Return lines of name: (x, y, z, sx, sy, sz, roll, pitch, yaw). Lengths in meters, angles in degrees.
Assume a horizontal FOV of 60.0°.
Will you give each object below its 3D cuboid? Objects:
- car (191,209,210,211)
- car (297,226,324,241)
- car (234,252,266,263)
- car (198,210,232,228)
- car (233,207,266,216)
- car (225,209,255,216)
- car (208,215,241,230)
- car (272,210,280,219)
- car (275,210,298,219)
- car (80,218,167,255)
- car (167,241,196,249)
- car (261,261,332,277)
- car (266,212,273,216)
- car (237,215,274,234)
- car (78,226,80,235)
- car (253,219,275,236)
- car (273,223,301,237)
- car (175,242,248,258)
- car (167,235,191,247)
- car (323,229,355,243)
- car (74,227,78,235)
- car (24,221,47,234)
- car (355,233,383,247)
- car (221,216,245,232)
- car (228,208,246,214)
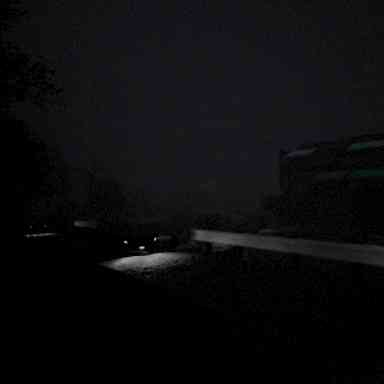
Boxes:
car: (1.421, 5.170, 85.557, 4.892, 1.521, 2.231, 0, -2, 36)
car: (13.021, 4.509, 34.571, 2.163, 1.488, 4.792, 0, 0, 36)
car: (3.385, 4.670, 18.474, 2.231, 1.521, 4.892, 0, 1, 36)
car: (3.157, 4.217, 49.332, 2.435, 2.045, 5.566, 0, 0, 36)
car: (12.128, 4.911, 70.868, 5.566, 2.045, 2.435, 2, 0, 36)
car: (9.751, 5.090, 69.068, 5.366, 1.575, 1.946, 2, 0, 36)
car: (4.791, 4.510, 46.845, 2.002, 1.452, 4.674, 0, 0, 36)
car: (17.088, 5.290, 74.280, 5.008, 1.535, 2.097, 1, 0, 36)
car: (22.039, 5.280, 77.703, 4.553, 1.767, 2.185, 1, 0, 36)
car: (-3.580, 2.155, 16.320, 2.033, 1.411, 5.357, -1, -4, -34)
car: (0.028, 4.694, 23.525, 2.163, 1.488, 4.792, -1, 1, 36)
car: (5.066, 4.419, 15.981, 2.435, 2.045, 5.566, -1, 1, 36)
car: (14.586, 5.269, 72.578, 4.674, 1.452, 2.002, 1, 0, 36)
car: (8.099, 4.348, 41.949, 2.185, 1.767, 4.553, 1, 0, 36)
car: (-10.071, 4.655, 38.572, 2.231, 1.521, 4.892, -1, 1, 36)
car: (9.619, 4.472, 39.312, 1.946, 1.575, 5.366, 0, 0, 36)
car: (11.364, 4.479, 37.011, 2.231, 1.521, 4.892, 0, 0, 36)
car: (1.665, 4.417, 20.959, 2.435, 2.045, 5.566, 0, 1, 36)
car: (-1.660, 4.412, 26.033, 2.435, 2.045, 5.566, -1, 1, 36)
car: (14.646, 4.481, 32.090, 2.097, 1.535, 5.008, 0, 0, 37)
car: (-11.758, 4.402, 41.058, 2.435, 2.045, 5.566, 0, 1, 36)
car: (-18.014, 4.030, 38.242, 1.895, 1.301, 4.718, -1, -3, -33)
car: (16.400, 4.481, 29.778, 1.946, 1.575, 5.366, 0, 0, 36)
car: (6.438, 4.473, 44.389, 2.231, 1.521, 4.892, 0, 0, 36)
car: (12.586, 5.308, 93.259, 4.553, 1.767, 2.185, 0, -2, 35)
